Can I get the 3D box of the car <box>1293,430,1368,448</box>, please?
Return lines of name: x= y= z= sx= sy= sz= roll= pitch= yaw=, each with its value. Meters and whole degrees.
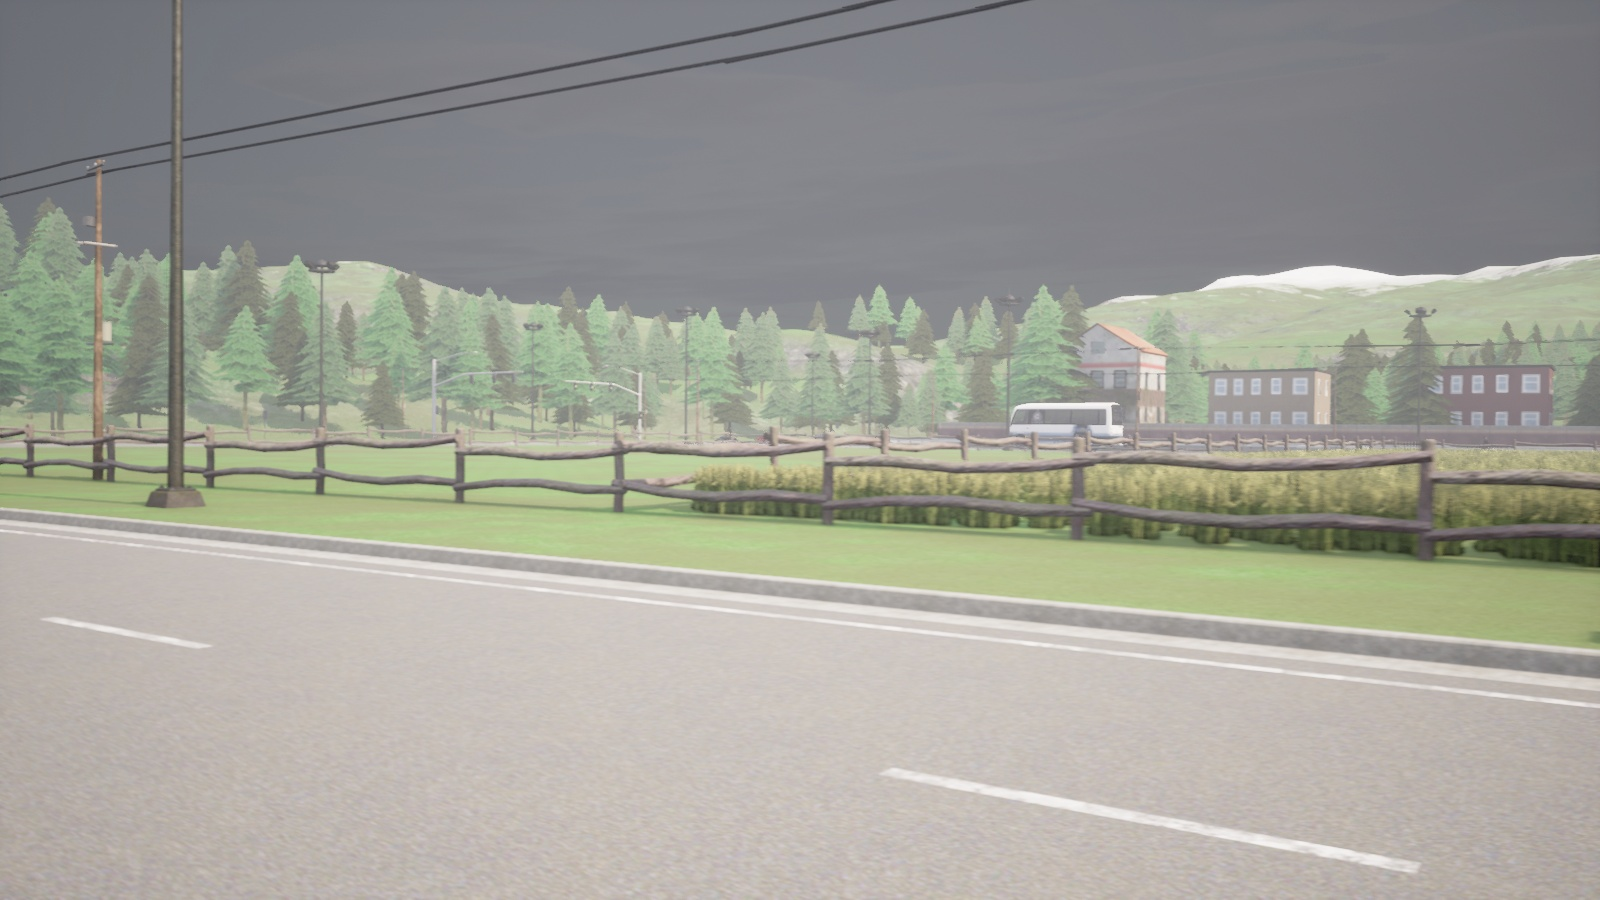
car: x=38.105 y=-0.783 z=90.197 sx=4.718 sy=1.301 sz=1.895 roll=0 pitch=1 yaw=34
